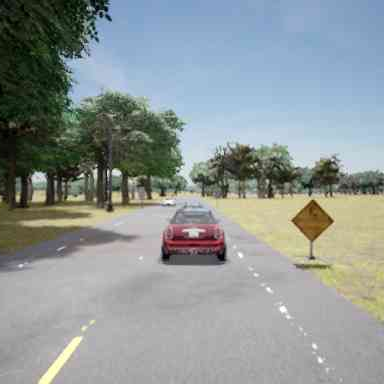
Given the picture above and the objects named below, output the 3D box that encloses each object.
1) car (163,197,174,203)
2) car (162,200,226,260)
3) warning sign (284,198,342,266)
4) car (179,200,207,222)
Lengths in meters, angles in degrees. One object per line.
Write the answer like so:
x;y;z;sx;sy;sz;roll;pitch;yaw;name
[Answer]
-3.563;1.599;52.481;1.812;1.442;4.674;0;0;0;car
0.069;1.370;12.645;2.097;1.767;4.553;0;0;0;car
3.566;1.130;9.899;1.300;1.860;1.060;1;1;0;warning sign
0.071;1.532;27.960;2.128;1.511;4.902;0;0;0;car
